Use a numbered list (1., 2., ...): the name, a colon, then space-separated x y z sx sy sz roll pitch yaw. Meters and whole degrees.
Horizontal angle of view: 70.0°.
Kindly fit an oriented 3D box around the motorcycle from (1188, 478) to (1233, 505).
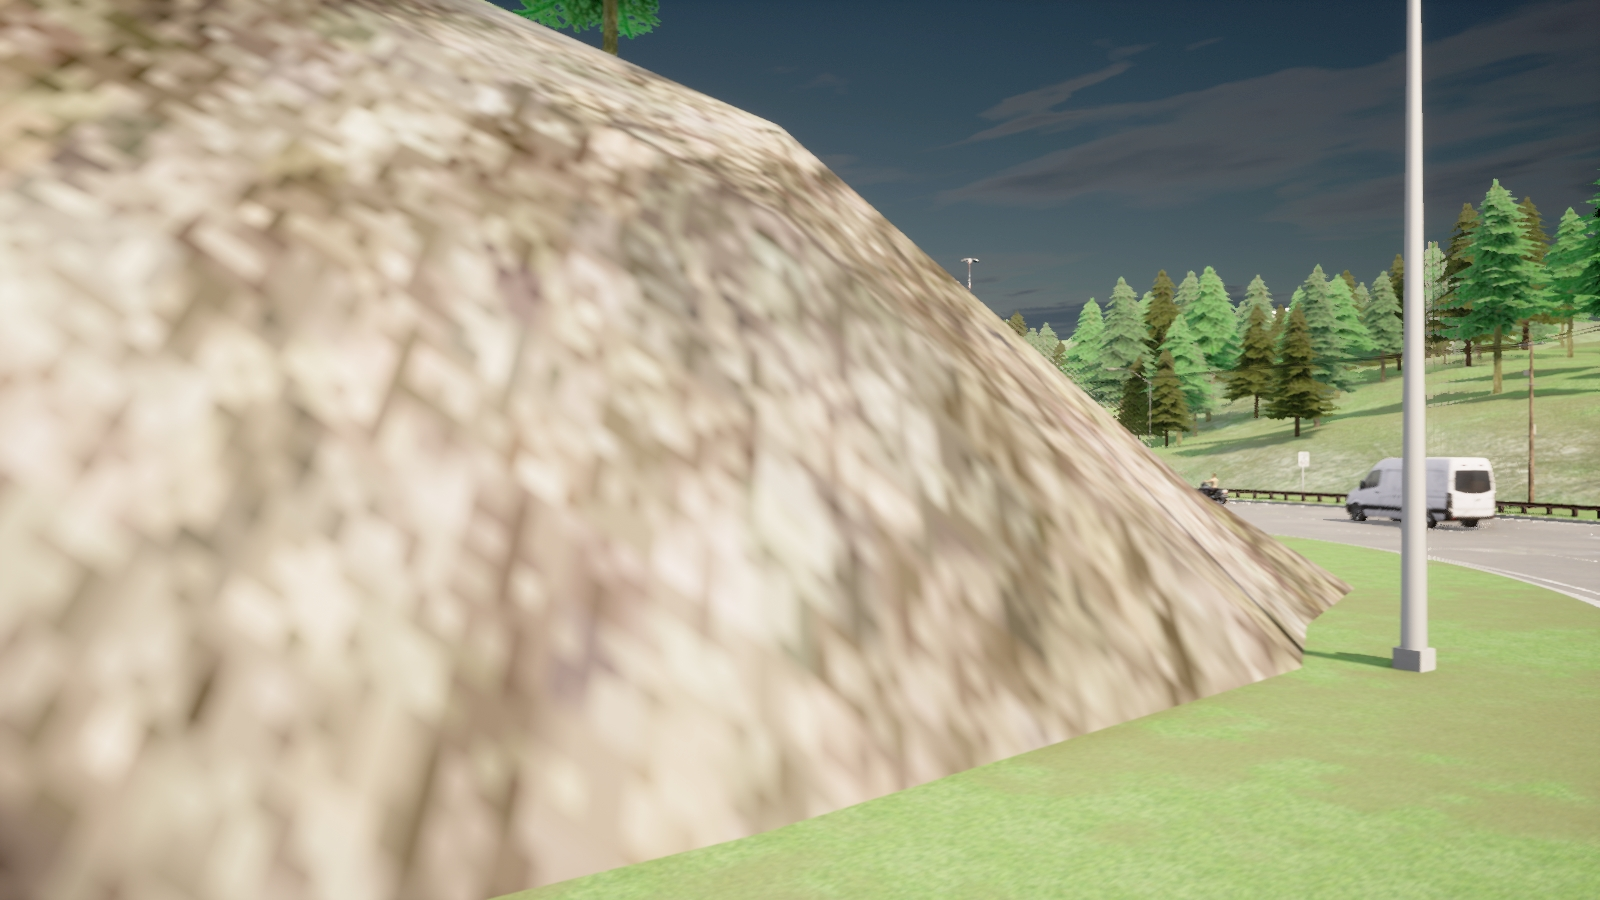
1. motorcycle: 21.396 2.172 59.638 0.764 1.307 2.356 -1 0 -25

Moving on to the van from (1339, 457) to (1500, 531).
1. van: 23.150 1.549 43.060 1.988 2.561 5.915 0 0 -11
